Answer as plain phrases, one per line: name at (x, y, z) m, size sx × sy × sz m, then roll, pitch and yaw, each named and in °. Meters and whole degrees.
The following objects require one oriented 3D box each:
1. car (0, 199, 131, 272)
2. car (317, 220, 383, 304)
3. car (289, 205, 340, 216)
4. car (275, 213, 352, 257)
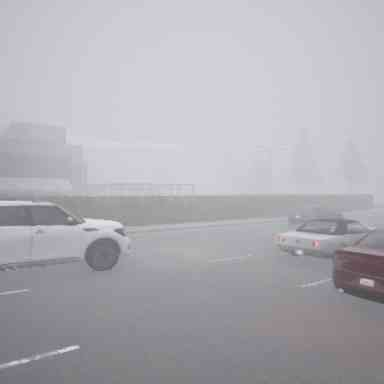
car at (-4.501, 1.221, 9.132) m, size 5.566 × 2.045 × 2.150 m, roll 0°, pitch 0°, yaw -35°
car at (5.165, 1.477, 7.426) m, size 5.008 × 1.535 × 1.882 m, roll 0°, pitch 0°, yaw -35°
car at (8.458, 1.562, 22.661) m, size 4.181 × 1.385 × 1.994 m, roll 0°, pitch 0°, yaw -35°
car at (5.183, 1.600, 11.736) m, size 4.718 × 1.301 × 1.895 m, roll 0°, pitch 0°, yaw -35°
